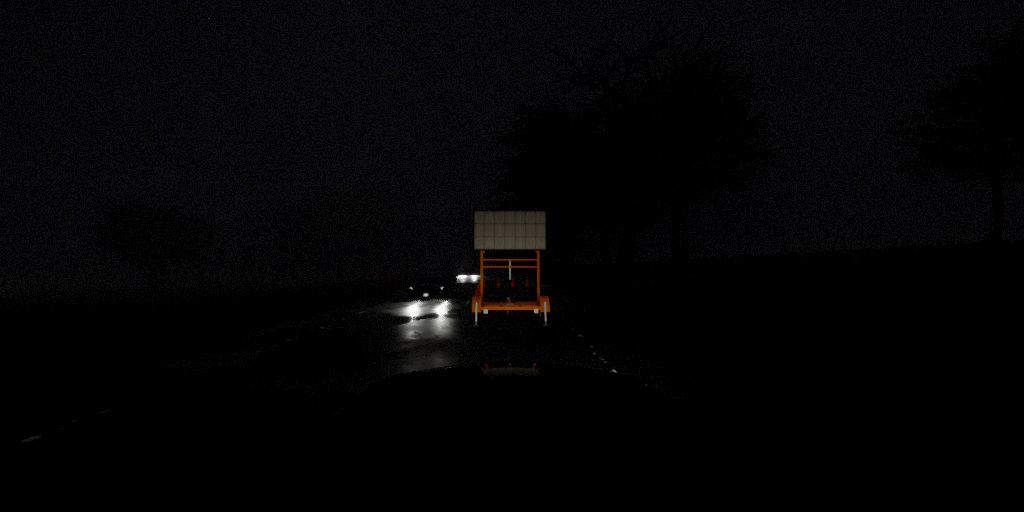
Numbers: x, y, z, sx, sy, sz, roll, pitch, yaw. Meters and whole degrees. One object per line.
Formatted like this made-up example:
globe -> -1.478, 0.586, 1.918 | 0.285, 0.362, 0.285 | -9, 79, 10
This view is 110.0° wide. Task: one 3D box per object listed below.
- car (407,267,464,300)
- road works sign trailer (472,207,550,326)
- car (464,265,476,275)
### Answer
car -> -3.900, 1.367, 18.570 | 2.033, 1.411, 5.357 | 0, -1, -2
road works sign trailer -> -0.067, 0.230, 11.690 | 2.380, 3.560, 2.880 | 0, 0, -2
car -> -5.705, 1.843, 47.705 | 1.895, 1.301, 4.718 | 0, -1, -5
